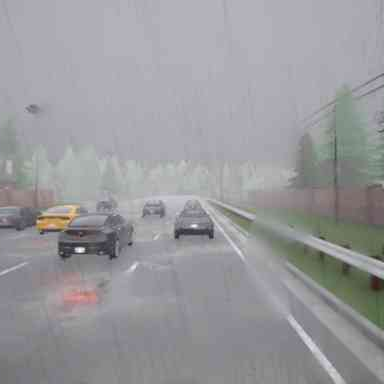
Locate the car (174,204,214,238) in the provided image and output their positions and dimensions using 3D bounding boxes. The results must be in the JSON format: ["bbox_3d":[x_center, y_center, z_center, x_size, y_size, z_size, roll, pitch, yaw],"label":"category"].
[{"bbox_3d":[0.103,1.570,17.720,1.994,1.385,4.181,0,0,0],"label":"car"}]

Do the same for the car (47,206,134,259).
[{"bbox_3d":[-3.397,1.509,12.525,1.837,1.490,4.892,0,0,0],"label":"car"}]

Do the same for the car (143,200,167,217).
[{"bbox_3d":[-3.394,1.502,30.877,2.128,1.511,4.902,0,0,0],"label":"car"}]

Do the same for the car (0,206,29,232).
[{"bbox_3d":[-10.395,1.554,19.970,2.033,1.411,5.357,0,0,0],"label":"car"}]

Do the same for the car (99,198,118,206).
[{"bbox_3d":[-10.391,1.518,41.065,1.837,1.490,4.892,0,0,0],"label":"car"}]

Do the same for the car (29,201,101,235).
[{"bbox_3d":[-6.895,1.484,18.779,1.882,1.535,5.008,0,0,0],"label":"car"}]

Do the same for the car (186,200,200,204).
[{"bbox_3d":[0.107,1.559,36.041,2.033,1.411,5.357,0,0,0],"label":"car"}]
